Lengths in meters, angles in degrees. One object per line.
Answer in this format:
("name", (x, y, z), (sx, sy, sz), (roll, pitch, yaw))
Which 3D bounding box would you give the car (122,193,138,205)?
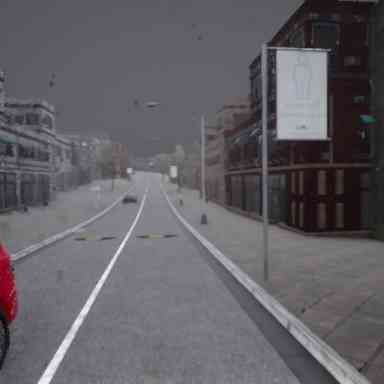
("car", (-8.144, 0.884, 44.137), (1.895, 1.301, 4.718), (-1, 4, -7))

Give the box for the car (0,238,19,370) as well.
("car", (-3.326, 1.284, 2.388), (2.150, 2.045, 5.566), (-1, 0, -5))
